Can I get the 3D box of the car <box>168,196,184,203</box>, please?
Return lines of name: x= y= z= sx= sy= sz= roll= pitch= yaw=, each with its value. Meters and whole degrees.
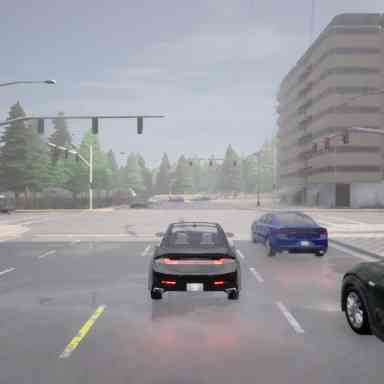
car: x=-3.245 y=1.525 z=69.081 sx=1.812 sy=1.442 sz=4.674 roll=0 pitch=0 yaw=23

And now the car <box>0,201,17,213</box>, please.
car: x=-21.558 y=1.603 z=35.196 sx=5.357 sy=1.411 sz=2.033 roll=0 pitch=0 yaw=3

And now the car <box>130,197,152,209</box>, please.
car: x=-6.987 y=1.564 z=44.730 sx=1.994 sy=1.385 sz=4.181 roll=0 pitch=0 yaw=1

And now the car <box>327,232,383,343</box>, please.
car: x=3.600 y=1.352 z=3.877 sx=2.097 sy=1.767 sz=4.553 roll=0 pitch=0 yaw=0

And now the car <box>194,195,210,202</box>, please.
car: x=2.492 y=1.524 z=78.683 sx=1.812 sy=1.442 sz=4.674 roll=0 pitch=0 yaw=38

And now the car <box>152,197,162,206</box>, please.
car: x=-6.422 y=1.526 z=55.777 sx=1.812 sy=1.442 sz=4.674 roll=0 pitch=0 yaw=7

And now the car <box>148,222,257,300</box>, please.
car: x=0.067 y=1.492 z=8.383 sx=2.128 sy=1.511 sz=4.902 roll=0 pitch=0 yaw=0

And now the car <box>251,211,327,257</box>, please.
car: x=3.586 y=1.478 z=13.028 sx=1.882 sy=1.535 sz=5.008 roll=0 pitch=0 yaw=0
